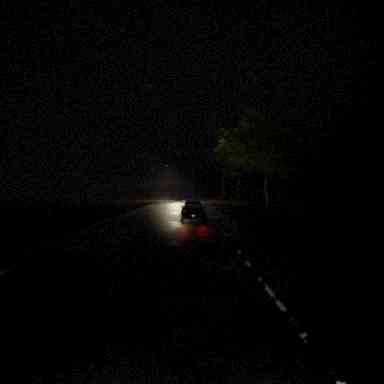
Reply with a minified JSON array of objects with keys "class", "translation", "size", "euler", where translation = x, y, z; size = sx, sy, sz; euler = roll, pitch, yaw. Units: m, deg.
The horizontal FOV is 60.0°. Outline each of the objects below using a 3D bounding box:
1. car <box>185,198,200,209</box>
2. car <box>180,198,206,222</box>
[{"class":"car","translation":[0.084,1.480,43.083],"size":[1.895,1.301,4.718],"euler":[0,0,0]},{"class":"car","translation":[0.089,1.472,25.564],"size":[1.812,1.442,4.674],"euler":[0,0,0]}]
